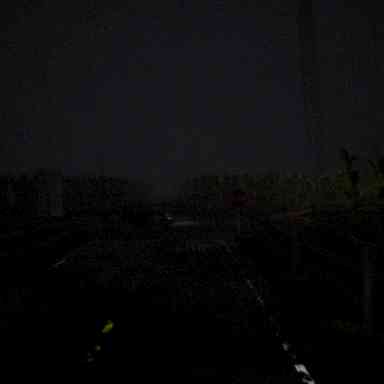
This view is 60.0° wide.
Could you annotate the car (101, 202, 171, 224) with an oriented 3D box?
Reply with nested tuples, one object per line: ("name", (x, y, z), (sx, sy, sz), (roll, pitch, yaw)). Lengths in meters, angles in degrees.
("car", (-3.945, 1.497, 23.757), (4.892, 1.490, 1.837), (0, 0, 0))
